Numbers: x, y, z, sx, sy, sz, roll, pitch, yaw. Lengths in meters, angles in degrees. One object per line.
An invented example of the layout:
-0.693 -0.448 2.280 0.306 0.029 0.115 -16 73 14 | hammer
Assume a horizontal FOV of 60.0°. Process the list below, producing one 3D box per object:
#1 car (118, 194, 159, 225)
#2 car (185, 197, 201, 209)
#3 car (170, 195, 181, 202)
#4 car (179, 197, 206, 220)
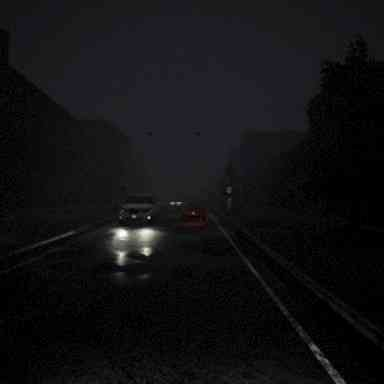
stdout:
-3.600 1.143 23.422 2.150 2.045 5.566 0 0 0 | car
0.096 1.392 43.167 1.994 1.385 4.181 0 0 0 | car
-3.094 1.288 64.398 1.994 1.385 4.181 0 0 2 | car
0.100 1.383 27.038 1.882 1.535 5.008 0 1 0 | car
